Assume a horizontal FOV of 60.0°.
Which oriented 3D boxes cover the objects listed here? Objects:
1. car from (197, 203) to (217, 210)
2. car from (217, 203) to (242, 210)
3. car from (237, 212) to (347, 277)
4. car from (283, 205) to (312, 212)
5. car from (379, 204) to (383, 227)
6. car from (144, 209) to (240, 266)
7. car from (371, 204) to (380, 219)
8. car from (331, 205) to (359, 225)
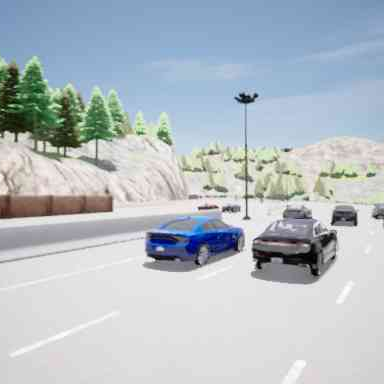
[{"bbox_3d":[2.297,2.186,47.504,1.895,1.301,4.718,0,-1,22],"label":"car"},{"bbox_3d":[5.421,2.161,45.905,1.895,1.301,4.718,0,-1,22],"label":"car"},{"bbox_3d":[3.514,1.622,10.895,2.128,1.511,4.902,0,-1,31],"label":"car"},{"bbox_3d":[8.765,1.821,27.600,2.128,1.511,4.902,0,-1,27],"label":"car"},{"bbox_3d":[13.832,1.761,22.167,1.837,1.490,4.892,0,-1,27],"label":"car"},{"bbox_3d":[0.313,1.631,12.364,1.882,1.535,5.008,0,-1,32],"label":"car"},{"bbox_3d":[19.063,1.930,33.129,2.033,1.411,5.357,0,-1,24],"label":"car"},{"bbox_3d":[12.510,1.825,27.287,1.837,1.490,4.892,0,-1,26],"label":"car"}]
